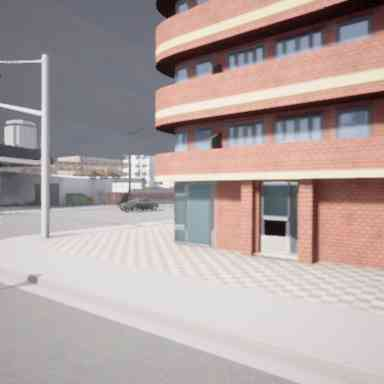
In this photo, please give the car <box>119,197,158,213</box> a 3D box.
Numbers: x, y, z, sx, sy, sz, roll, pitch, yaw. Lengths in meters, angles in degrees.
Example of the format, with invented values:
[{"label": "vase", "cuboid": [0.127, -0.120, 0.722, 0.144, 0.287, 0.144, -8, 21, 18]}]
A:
[{"label": "car", "cuboid": [-5.626, 1.354, 35.589, 1.837, 1.490, 4.892, 0, 0, 35]}]
